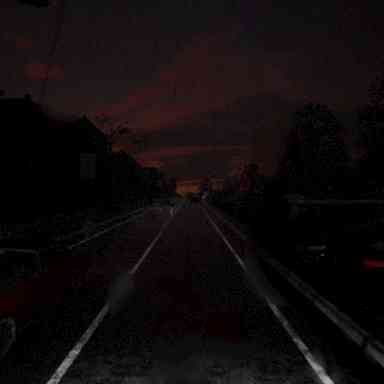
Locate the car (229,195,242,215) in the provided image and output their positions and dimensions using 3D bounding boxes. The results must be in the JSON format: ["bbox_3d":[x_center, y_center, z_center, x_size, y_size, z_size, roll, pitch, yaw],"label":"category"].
[{"bbox_3d":[5.578,1.334,26.904,4.553,1.767,2.185,0,0,0],"label":"car"}]

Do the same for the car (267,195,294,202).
[{"bbox_3d":[18.354,1.306,69.220,5.008,1.535,2.097,0,0,0],"label":"car"}]

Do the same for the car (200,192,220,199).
[{"bbox_3d":[5.158,1.035,94.177,5.566,2.045,2.435,0,0,0],"label":"car"}]

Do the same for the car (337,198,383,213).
[{"bbox_3d":[18.576,1.428,35.768,4.892,1.521,2.231,0,0,0],"label":"car"}]

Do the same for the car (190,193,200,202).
[{"bbox_3d":[0.614,1.181,73.235,2.097,1.767,4.553,0,0,0],"label":"car"}]

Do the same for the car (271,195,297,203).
[{"bbox_3d":[18.374,1.352,66.560,4.674,1.452,2.002,0,0,0],"label":"car"}]

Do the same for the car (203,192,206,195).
[{"bbox_3d":[5.241,1.296,74.551,4.892,1.521,2.231,0,0,0],"label":"car"}]

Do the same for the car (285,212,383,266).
[{"bbox_3d":[5.659,1.518,10.082,4.892,1.521,2.231,0,0,0],"label":"car"}]

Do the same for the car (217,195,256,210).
[{"bbox_3d":[5.427,1.280,40.920,4.553,1.767,2.185,0,0,0],"label":"car"}]

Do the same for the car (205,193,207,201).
[{"bbox_3d":[5.363,1.361,60.543,4.792,1.488,2.163,0,0,0],"label":"car"}]

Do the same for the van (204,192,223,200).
[{"bbox_3d":[5.309,1.064,82.966,4.442,1.987,1.878,0,0,0],"label":"van"}]

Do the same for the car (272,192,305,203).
[{"bbox_3d":[18.365,1.070,63.651,5.566,2.045,2.435,0,0,0],"label":"car"}]

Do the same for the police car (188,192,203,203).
[{"bbox_3d":[0.663,1.277,63.354,1.930,1.638,5.238,0,0,0],"label":"police car"}]

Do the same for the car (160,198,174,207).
[{"bbox_3d":[-3.569,1.505,48.117,1.895,1.301,4.718,0,0,0],"label":"car"}]

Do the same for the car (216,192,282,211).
[{"bbox_3d":[5.483,1.187,32.510,5.566,2.045,2.435,0,0,0],"label":"car"}]

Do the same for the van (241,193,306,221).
[{"bbox_3d":[5.699,1.255,21.298,4.442,1.987,1.878,0,0,0],"label":"van"}]

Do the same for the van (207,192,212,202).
[{"bbox_3d":[5.235,1.116,57.738,4.442,1.987,1.878,0,0,0],"label":"van"}]

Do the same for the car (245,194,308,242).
[{"bbox_3d":[5.589,1.251,15.689,5.566,2.045,2.435,0,0,0],"label":"car"}]

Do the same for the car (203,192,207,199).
[{"bbox_3d":[5.294,1.311,66.146,5.008,1.535,2.097,0,0,0],"label":"car"}]

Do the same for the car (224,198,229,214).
[{"bbox_3d":[5.526,1.489,29.708,4.674,1.452,2.002,0,0,0],"label":"car"}]

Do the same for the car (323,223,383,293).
[{"bbox_3d":[5.668,1.561,7.279,4.674,1.452,2.002,0,0,0],"label":"car"}]

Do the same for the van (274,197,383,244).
[{"bbox_3d":[5.752,1.287,12.890,4.442,1.987,1.878,0,0,0],"label":"van"}]

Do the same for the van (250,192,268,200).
[{"bbox_3d":[18.340,1.060,91.504,4.442,1.987,1.878,0,0,0],"label":"van"}]

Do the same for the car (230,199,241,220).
[{"bbox_3d":[5.558,1.471,24.101,4.892,1.521,2.231,0,0,0],"label":"car"}]

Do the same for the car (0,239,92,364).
[{"bbox_3d":[-3.378,1.605,5.918,1.895,1.301,4.718,0,0,0],"label":"car"}]

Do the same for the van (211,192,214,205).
[{"bbox_3d":[5.306,1.159,46.525,4.442,1.987,1.878,0,0,0],"label":"van"}]

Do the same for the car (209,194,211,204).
[{"bbox_3d":[5.400,1.374,49.330,5.008,1.535,2.097,0,0,0],"label":"car"}]

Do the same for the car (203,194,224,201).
[{"bbox_3d":[5.205,1.291,80.162,5.008,1.535,2.097,0,0,0],"label":"car"}]

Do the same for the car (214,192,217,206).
[{"bbox_3d":[5.465,1.176,35.313,5.566,2.045,2.435,0,0,0],"label":"car"}]

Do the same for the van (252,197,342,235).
[{"bbox_3d":[5.716,1.266,18.494,4.442,1.987,1.878,0,0,0],"label":"van"}]

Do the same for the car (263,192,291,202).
[{"bbox_3d":[18.314,1.048,72.007,5.566,2.045,2.435,0,0,0],"label":"car"}]

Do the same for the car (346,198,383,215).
[{"bbox_3d":[18.403,1.435,32.990,5.366,1.575,1.946,0,0,0],"label":"car"}]

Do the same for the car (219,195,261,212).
[{"bbox_3d":[5.445,1.291,38.116,4.553,1.767,2.185,0,0,0],"label":"car"}]

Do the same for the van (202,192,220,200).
[{"bbox_3d":[5.044,1.061,88.572,4.442,1.987,1.878,0,0,0],"label":"van"}]
